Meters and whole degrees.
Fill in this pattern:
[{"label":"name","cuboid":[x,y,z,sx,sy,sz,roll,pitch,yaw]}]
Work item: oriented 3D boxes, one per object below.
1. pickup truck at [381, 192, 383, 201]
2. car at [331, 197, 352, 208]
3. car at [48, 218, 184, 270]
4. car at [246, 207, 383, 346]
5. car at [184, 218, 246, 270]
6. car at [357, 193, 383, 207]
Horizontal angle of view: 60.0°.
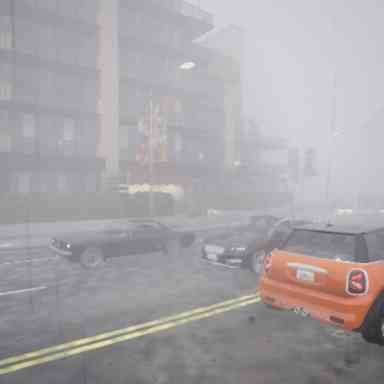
[{"label":"pickup truck","cuboid":[47.293,1.050,78.548,6.274,2.098,2.390,0,0,-36]},{"label":"car","cuboid":[20.749,1.471,46.275,2.128,1.511,4.902,0,0,10]},{"label":"car","cuboid":[-2.226,1.600,11.239,4.718,1.301,1.895,0,0,-39]},{"label":"car","cuboid":[3.461,1.349,6.642,4.553,1.767,2.097,0,0,-39]},{"label":"car","cuboid":[2.400,1.488,10.618,4.902,1.511,2.128,0,0,-41]},{"label":"car","cuboid":[24.189,1.201,45.303,2.150,2.045,5.566,0,0,12]}]
